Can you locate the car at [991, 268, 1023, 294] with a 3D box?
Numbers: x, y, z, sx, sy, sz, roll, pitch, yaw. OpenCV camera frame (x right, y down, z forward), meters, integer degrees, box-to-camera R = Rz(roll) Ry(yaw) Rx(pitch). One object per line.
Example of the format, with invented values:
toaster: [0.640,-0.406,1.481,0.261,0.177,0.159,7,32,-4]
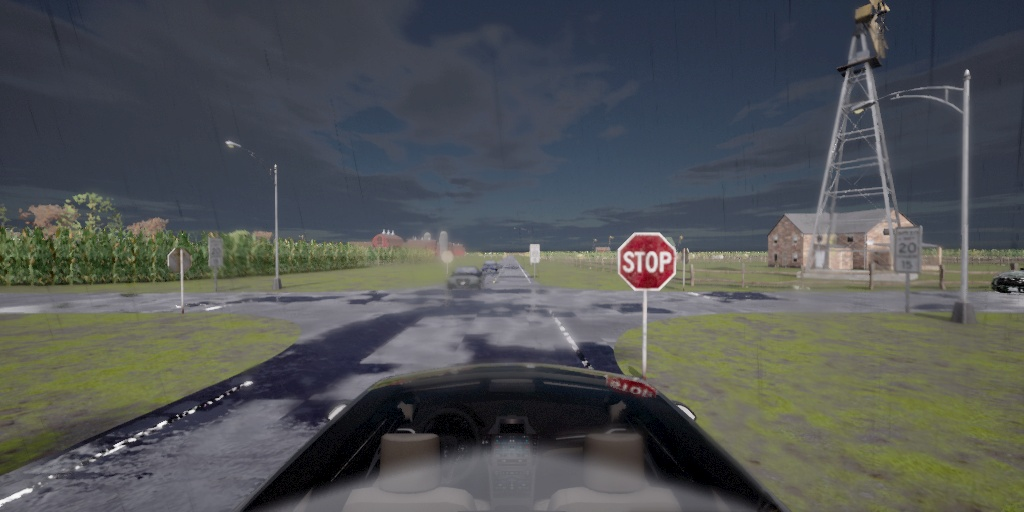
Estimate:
car: [25.847,0.980,16.834,4.553,1.767,2.097,0,1,2]

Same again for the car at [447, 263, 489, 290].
car: [-2.745,1.326,22.136,1.994,1.385,4.181,0,0,0]

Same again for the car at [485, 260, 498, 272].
car: [-2.740,1.248,45.901,2.033,1.411,5.357,0,0,0]
